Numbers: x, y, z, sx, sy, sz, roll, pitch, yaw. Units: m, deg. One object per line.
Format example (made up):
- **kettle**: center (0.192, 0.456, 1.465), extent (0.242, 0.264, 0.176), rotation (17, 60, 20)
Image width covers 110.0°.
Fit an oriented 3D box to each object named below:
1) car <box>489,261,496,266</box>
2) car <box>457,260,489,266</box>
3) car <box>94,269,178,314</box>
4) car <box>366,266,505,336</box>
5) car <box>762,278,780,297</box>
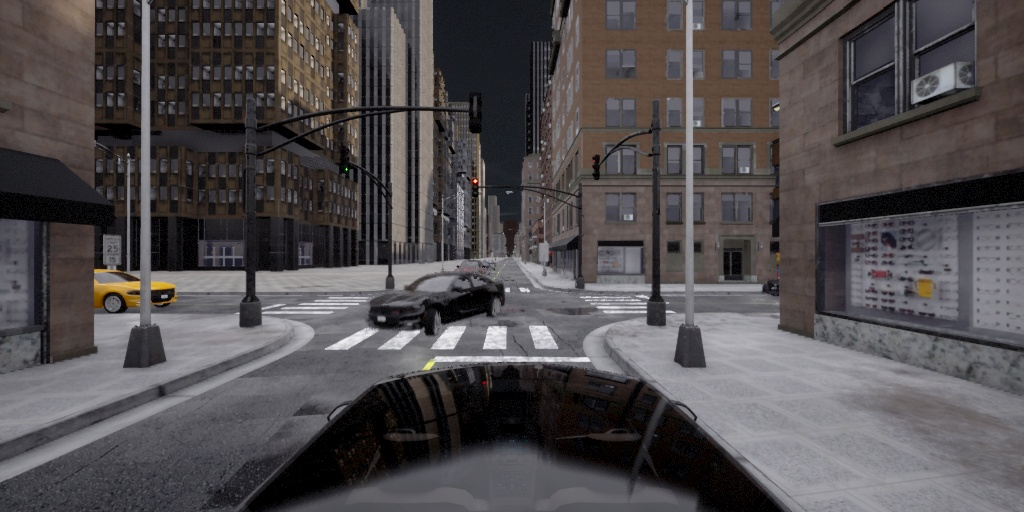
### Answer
- **car**: center (-3.171, 1.299, 38.087), extent (2.033, 1.411, 5.357), rotation (0, 0, 0)
- **car**: center (-3.156, 1.103, 27.828), extent (2.097, 1.767, 4.553), rotation (0, 0, 0)
- **car**: center (-15.368, 1.232, 13.261), extent (5.008, 1.535, 1.882), rotation (0, 0, 0)
- **car**: center (-2.010, 1.227, 10.779), extent (1.882, 1.535, 5.008), rotation (-2, -1, 27)
- **car**: center (14.191, 1.312, 16.725), extent (4.181, 1.385, 1.994), rotation (0, 0, -1)
